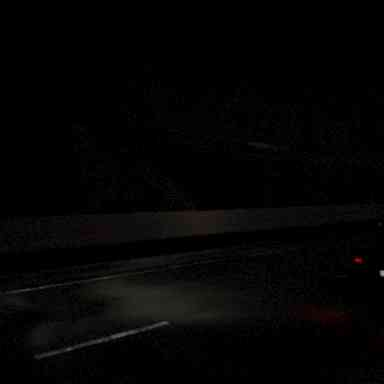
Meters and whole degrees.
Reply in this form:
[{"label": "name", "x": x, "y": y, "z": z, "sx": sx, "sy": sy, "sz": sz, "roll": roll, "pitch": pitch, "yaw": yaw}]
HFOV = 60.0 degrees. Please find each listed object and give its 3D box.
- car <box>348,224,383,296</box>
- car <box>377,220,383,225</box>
[{"label": "car", "x": 5.435, "y": 1.566, "z": 7.584, "sx": 4.181, "sy": 1.385, "sz": 1.994, "roll": 0, "pitch": 0, "yaw": -36}, {"label": "car", "x": 10.288, "y": 1.567, "z": 15.342, "sx": 4.181, "sy": 1.385, "sz": 1.994, "roll": 0, "pitch": 0, "yaw": -35}]
